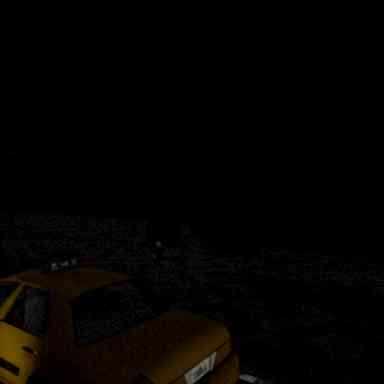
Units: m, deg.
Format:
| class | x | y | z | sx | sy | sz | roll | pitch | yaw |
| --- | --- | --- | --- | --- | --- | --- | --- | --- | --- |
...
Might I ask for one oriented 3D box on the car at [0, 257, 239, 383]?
| class | x | y | z | sx | sy | sz | roll | pitch | yaw |
| --- | --- | --- | --- | --- | --- | --- | --- | --- | --- |
| car | -1.802 | 1.515 | 4.251 | 4.829 | 1.417 | 1.752 | 0 | 0 | 36 |
